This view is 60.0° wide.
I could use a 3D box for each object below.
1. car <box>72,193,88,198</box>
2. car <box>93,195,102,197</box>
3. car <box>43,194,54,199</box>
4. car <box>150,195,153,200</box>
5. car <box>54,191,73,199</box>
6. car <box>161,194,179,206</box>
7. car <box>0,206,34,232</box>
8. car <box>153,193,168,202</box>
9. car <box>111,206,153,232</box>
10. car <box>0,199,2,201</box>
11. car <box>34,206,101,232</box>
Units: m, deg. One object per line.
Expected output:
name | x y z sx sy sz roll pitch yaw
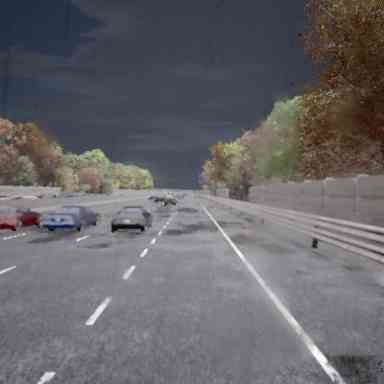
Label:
car | -24.536 1.285 74.237 1.895 1.301 4.718 0 0 0
car | -21.035 1.267 74.269 1.994 1.385 4.181 0 0 0
car | -31.535 1.141 74.263 1.837 1.490 4.892 0 0 0
car | -10.548 1.471 92.985 1.882 1.535 5.008 0 0 0
car | -28.033 0.891 74.235 2.150 2.045 5.566 0 0 0
car | -3.529 1.520 55.155 1.837 1.490 4.892 0 0 0
car | -10.504 1.504 19.725 1.994 1.385 4.181 0 0 0
car | -7.037 1.482 75.091 1.882 1.535 5.008 0 0 0
car | -3.504 1.553 20.004 1.994 1.385 4.181 0 0 0
car | -21.028 1.227 33.595 2.097 1.767 4.553 0 0 0
car | -7.000 1.512 19.858 2.033 1.411 5.357 0 0 0
